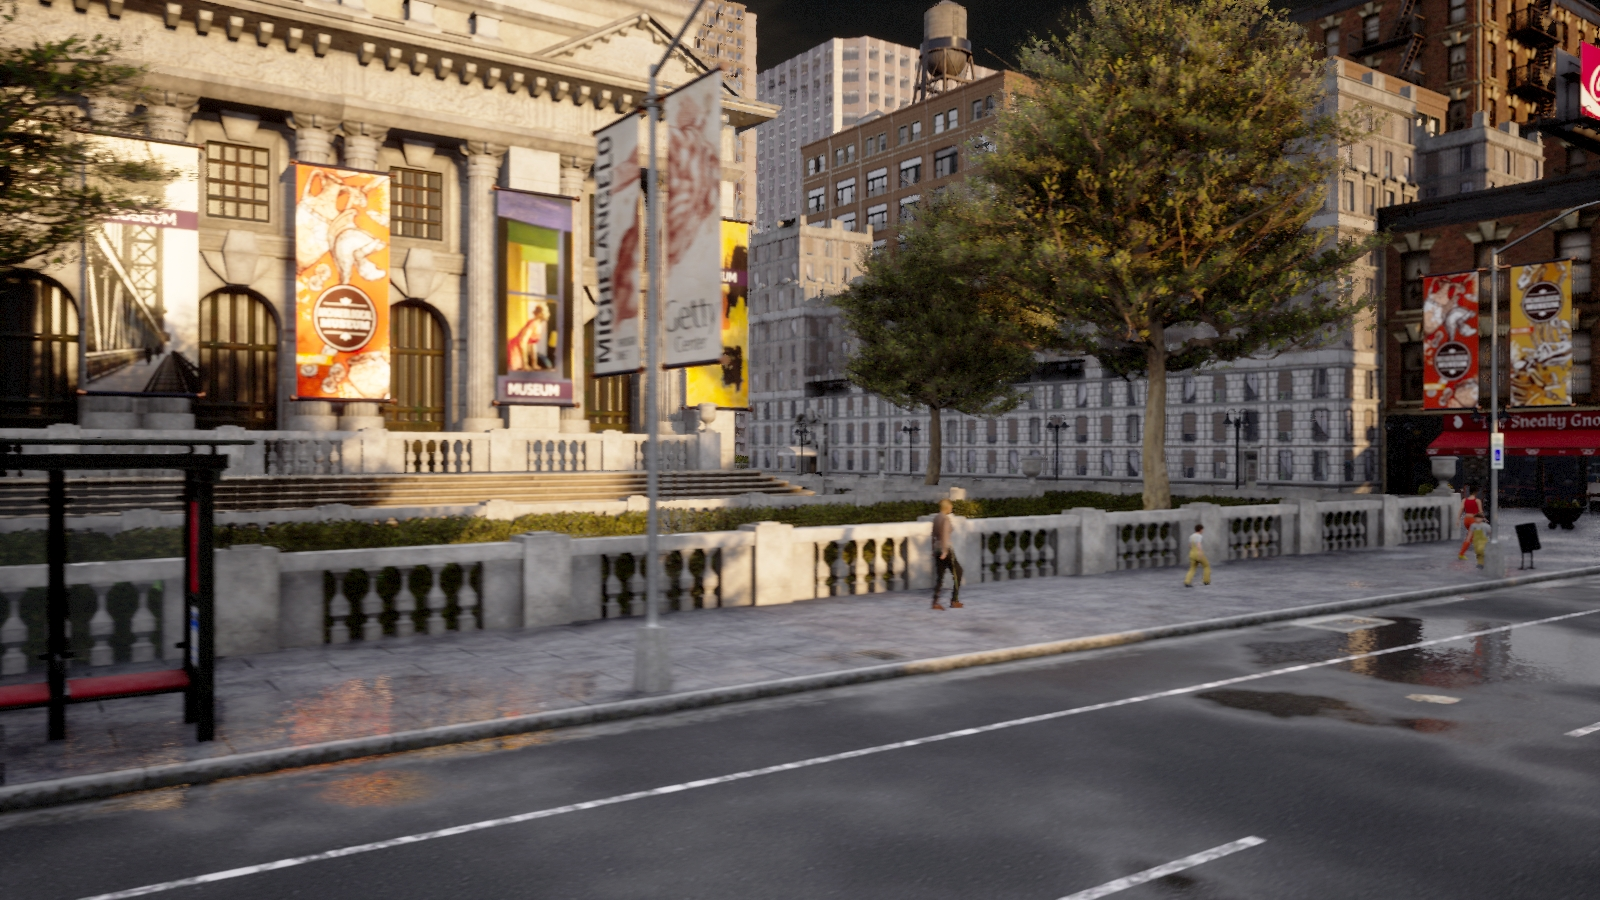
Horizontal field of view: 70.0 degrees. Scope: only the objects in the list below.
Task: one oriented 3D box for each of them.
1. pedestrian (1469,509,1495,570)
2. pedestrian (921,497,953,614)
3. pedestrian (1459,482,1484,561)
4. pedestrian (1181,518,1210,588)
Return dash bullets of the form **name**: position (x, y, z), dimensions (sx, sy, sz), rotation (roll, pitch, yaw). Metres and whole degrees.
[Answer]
- **pedestrian**: position (15.100, 1.978, 25.312), dimensions (0.375, 1.300, 0.375), rotation (0, 0, -36)
- **pedestrian**: position (2.224, 1.697, 18.556), dimensions (0.375, 1.860, 0.375), rotation (0, 0, -31)
- **pedestrian**: position (16.076, 1.697, 27.366), dimensions (0.375, 1.860, 0.375), rotation (0, 0, -27)
- **pedestrian**: position (7.613, 1.976, 21.992), dimensions (0.375, 1.300, 0.375), rotation (0, 0, -29)
